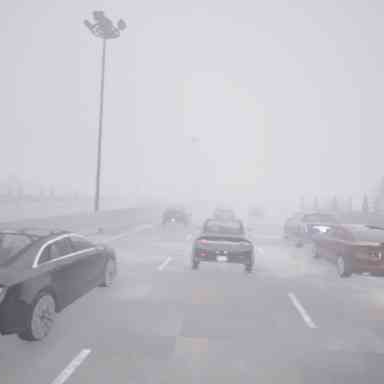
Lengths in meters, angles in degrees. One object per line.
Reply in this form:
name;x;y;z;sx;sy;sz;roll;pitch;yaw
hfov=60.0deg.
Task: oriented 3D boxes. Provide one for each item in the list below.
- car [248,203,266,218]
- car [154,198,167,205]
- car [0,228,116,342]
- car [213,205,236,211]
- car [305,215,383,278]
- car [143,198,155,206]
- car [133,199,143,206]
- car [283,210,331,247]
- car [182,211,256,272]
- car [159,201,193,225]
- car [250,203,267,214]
car;7.534;2.259;39.077;2.033;1.411;5.357;2;-1;11
car;-3.812;2.019;52.473;1.895;1.301;4.718;2;-1;16
car;-2.946;1.445;6.430;2.128;1.511;4.902;2;-1;6
car;2.872;1.926;29.621;2.128;1.511;4.902;2;-1;6
car;5.515;1.819;11.252;1.882;1.535;5.008;2;-1;6
car;-5.975;1.742;57.129;2.097;1.767;4.553;2;-1;19
car;-8.803;1.918;59.858;1.895;1.301;4.718;2;-1;19
car;6.107;1.780;17.194;2.097;1.767;4.553;2;-1;6
car;1.078;1.660;11.579;2.128;1.511;4.902;2;-1;6
car;-1.061;1.739;25.483;1.837;1.490;4.892;2;-1;6
car;9.983;2.434;49.935;1.812;1.442;4.674;2;-1;19
